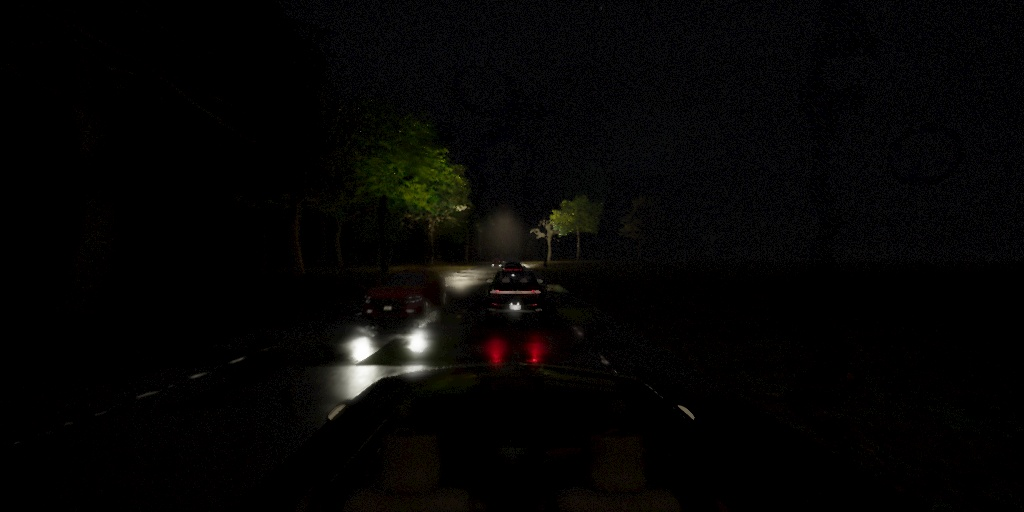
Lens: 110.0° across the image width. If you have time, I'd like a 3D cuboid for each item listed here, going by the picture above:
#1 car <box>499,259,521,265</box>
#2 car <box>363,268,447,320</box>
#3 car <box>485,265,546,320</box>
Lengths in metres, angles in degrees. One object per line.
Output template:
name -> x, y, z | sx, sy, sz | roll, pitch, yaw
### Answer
car -> 0.099, 1.265, 30.894 | 1.837, 1.490, 4.892 | 0, 0, 0
car -> -3.598, 1.231, 12.871 | 1.882, 1.535, 5.008 | 0, 0, 0
car -> 0.101, 1.245, 12.570 | 2.128, 1.511, 4.902 | 0, 0, 0
